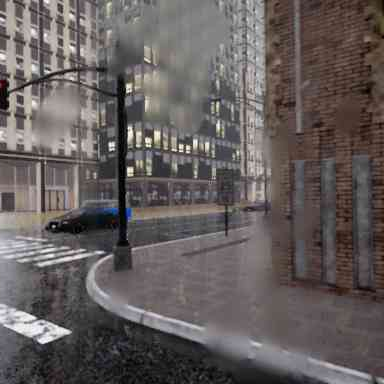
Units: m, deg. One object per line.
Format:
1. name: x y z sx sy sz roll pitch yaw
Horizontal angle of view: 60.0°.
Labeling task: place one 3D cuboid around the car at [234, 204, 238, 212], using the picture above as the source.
1. car: 6.708 1.676 41.464 1.752 1.417 4.829 -1 -1 36

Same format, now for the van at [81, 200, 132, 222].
1. van: -6.117 1.448 23.548 1.690 1.788 3.998 -1 -1 36

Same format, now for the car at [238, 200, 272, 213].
1. car: 7.815 1.645 38.540 2.033 1.411 5.357 -1 -1 36

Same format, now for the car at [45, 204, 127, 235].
1. car: -6.106 1.613 18.991 1.994 1.385 4.181 -1 -1 33
